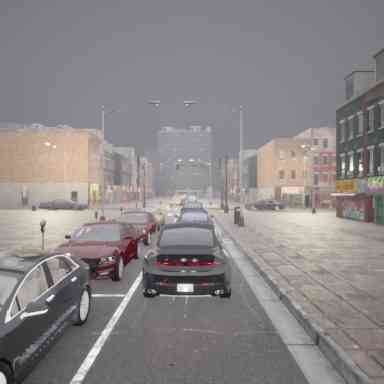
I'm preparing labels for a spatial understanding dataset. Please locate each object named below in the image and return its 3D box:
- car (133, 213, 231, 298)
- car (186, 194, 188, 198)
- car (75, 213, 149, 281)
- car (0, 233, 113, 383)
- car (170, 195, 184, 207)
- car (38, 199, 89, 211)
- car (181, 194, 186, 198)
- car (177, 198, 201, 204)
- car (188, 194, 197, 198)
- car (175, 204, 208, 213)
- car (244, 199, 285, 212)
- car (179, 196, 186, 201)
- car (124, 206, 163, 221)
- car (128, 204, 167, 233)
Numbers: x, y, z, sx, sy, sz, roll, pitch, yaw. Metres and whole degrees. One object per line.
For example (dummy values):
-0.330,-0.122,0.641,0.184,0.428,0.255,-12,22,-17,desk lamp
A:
-0.067,1.509,8.515,1.837,1.490,4.892,0,0,1,car
-2.546,1.708,79.866,1.752,1.417,4.829,0,0,0,car
-2.622,1.550,9.870,1.887,1.381,4.507,0,0,0,car
-2.628,1.552,4.377,2.008,1.369,4.403,0,0,0,car
-2.575,1.614,52.647,1.752,1.417,4.829,0,0,0,car
-14.610,1.494,37.993,5.357,1.411,2.033,0,0,2,car
-2.568,1.420,58.260,2.192,1.841,5.009,0,0,0,car
0.052,1.505,26.236,1.882,1.535,5.008,0,0,0,car
0.093,1.412,82.927,2.150,2.045,5.566,0,0,0,car
0.111,1.537,15.967,1.812,1.442,4.674,0,0,0,car
8.927,1.676,41.121,4.892,1.490,1.837,1,0,2,car
-2.533,1.771,90.924,1.887,1.381,4.507,0,0,0,car
-2.616,1.555,15.365,1.887,1.381,4.507,0,0,0,car
-2.610,1.543,20.689,1.752,1.417,4.829,0,0,0,car
